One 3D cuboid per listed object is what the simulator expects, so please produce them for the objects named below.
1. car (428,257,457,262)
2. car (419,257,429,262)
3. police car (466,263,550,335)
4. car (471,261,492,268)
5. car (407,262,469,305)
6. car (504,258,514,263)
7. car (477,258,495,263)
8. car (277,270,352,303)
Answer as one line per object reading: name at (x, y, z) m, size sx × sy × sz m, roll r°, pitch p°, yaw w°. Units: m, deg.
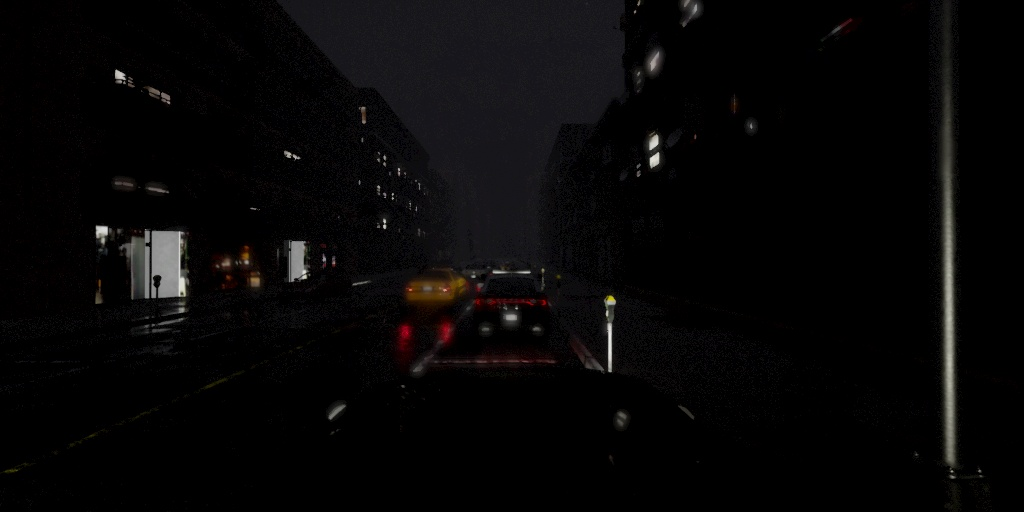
car at (-6.238, 1.102, 34.361) m, size 2.097 × 1.767 × 4.553 m, roll 0°, pitch 0°, yaw 0°
car at (-8.837, 1.064, 39.007) m, size 2.192 × 1.841 × 5.009 m, roll 0°, pitch 0°, yaw 0°
police car at (-0.011, 1.175, 10.609) m, size 1.930 × 1.638 × 5.238 m, roll 0°, pitch 0°, yaw 0°
car at (-3.054, 1.351, 30.979) m, size 1.895 × 1.301 × 4.718 m, roll 0°, pitch 0°, yaw 0°
car at (-3.144, 1.207, 15.929) m, size 1.801 × 1.575 × 5.366 m, roll 0°, pitch 0°, yaw 0°
car at (-0.456, 1.275, 39.173) m, size 1.751 × 1.417 × 4.829 m, roll 0°, pitch 0°, yaw 0°
car at (-3.052, 1.240, 47.756) m, size 2.128 × 1.511 × 4.902 m, roll 0°, pitch 0°, yaw 0°
car at (-8.837, 1.333, 16.462) m, size 1.802 × 1.307 × 4.207 m, roll 0°, pitch 0°, yaw 0°
